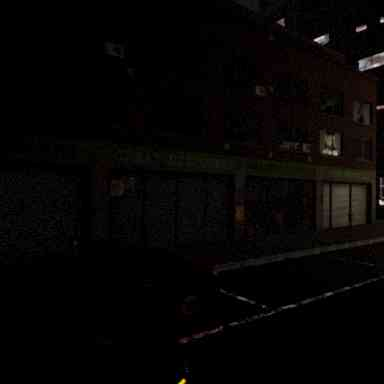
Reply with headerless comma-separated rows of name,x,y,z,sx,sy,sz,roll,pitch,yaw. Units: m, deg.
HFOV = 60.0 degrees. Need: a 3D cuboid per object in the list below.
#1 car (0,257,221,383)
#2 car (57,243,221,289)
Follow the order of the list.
car,-2.095,1.525,1.889,4.674,1.442,1.812,0,0,-36
car,-1.390,1.582,5.576,4.206,1.307,1.802,0,1,-36
